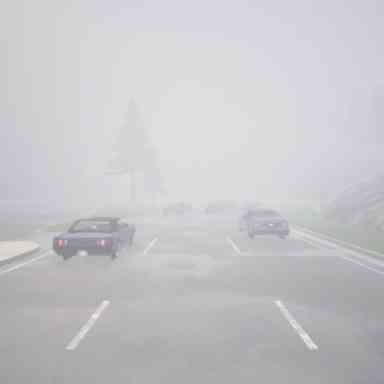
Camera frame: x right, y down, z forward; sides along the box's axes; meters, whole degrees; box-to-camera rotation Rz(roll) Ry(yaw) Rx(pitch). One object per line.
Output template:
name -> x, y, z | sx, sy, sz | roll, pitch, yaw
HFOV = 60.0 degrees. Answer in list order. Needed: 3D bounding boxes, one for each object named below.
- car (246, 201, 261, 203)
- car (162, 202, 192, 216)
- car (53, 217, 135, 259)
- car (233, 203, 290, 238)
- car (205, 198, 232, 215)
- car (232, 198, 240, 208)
car -> 6.723, 1.613, 36.289 | 1.895, 1.301, 4.718 | 0, 0, 16
car -> -1.364, 1.612, 33.320 | 1.895, 1.301, 4.718 | 0, 0, 14
car -> -3.394, 1.605, 12.570 | 1.895, 1.301, 4.718 | 0, 0, 0
car -> 3.652, 1.553, 17.628 | 2.033, 1.411, 5.357 | 0, 0, 1
car -> 2.567, 1.537, 34.254 | 1.812, 1.442, 4.674 | 0, 0, 15
car -> 5.330, 1.541, 44.215 | 1.812, 1.442, 4.674 | 0, 0, 16
